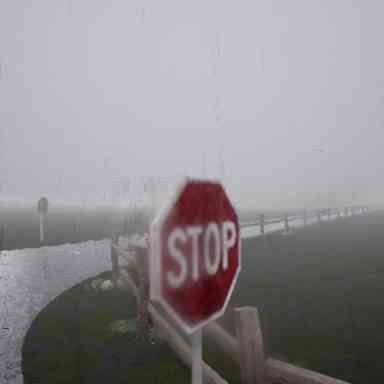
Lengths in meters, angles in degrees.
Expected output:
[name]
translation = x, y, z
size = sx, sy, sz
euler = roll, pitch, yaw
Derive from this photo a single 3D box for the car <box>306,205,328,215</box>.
[car]
translation = 17.845, 2.533, 47.224
size = 2.033, 1.411, 5.357
euler = -1, -2, 35
